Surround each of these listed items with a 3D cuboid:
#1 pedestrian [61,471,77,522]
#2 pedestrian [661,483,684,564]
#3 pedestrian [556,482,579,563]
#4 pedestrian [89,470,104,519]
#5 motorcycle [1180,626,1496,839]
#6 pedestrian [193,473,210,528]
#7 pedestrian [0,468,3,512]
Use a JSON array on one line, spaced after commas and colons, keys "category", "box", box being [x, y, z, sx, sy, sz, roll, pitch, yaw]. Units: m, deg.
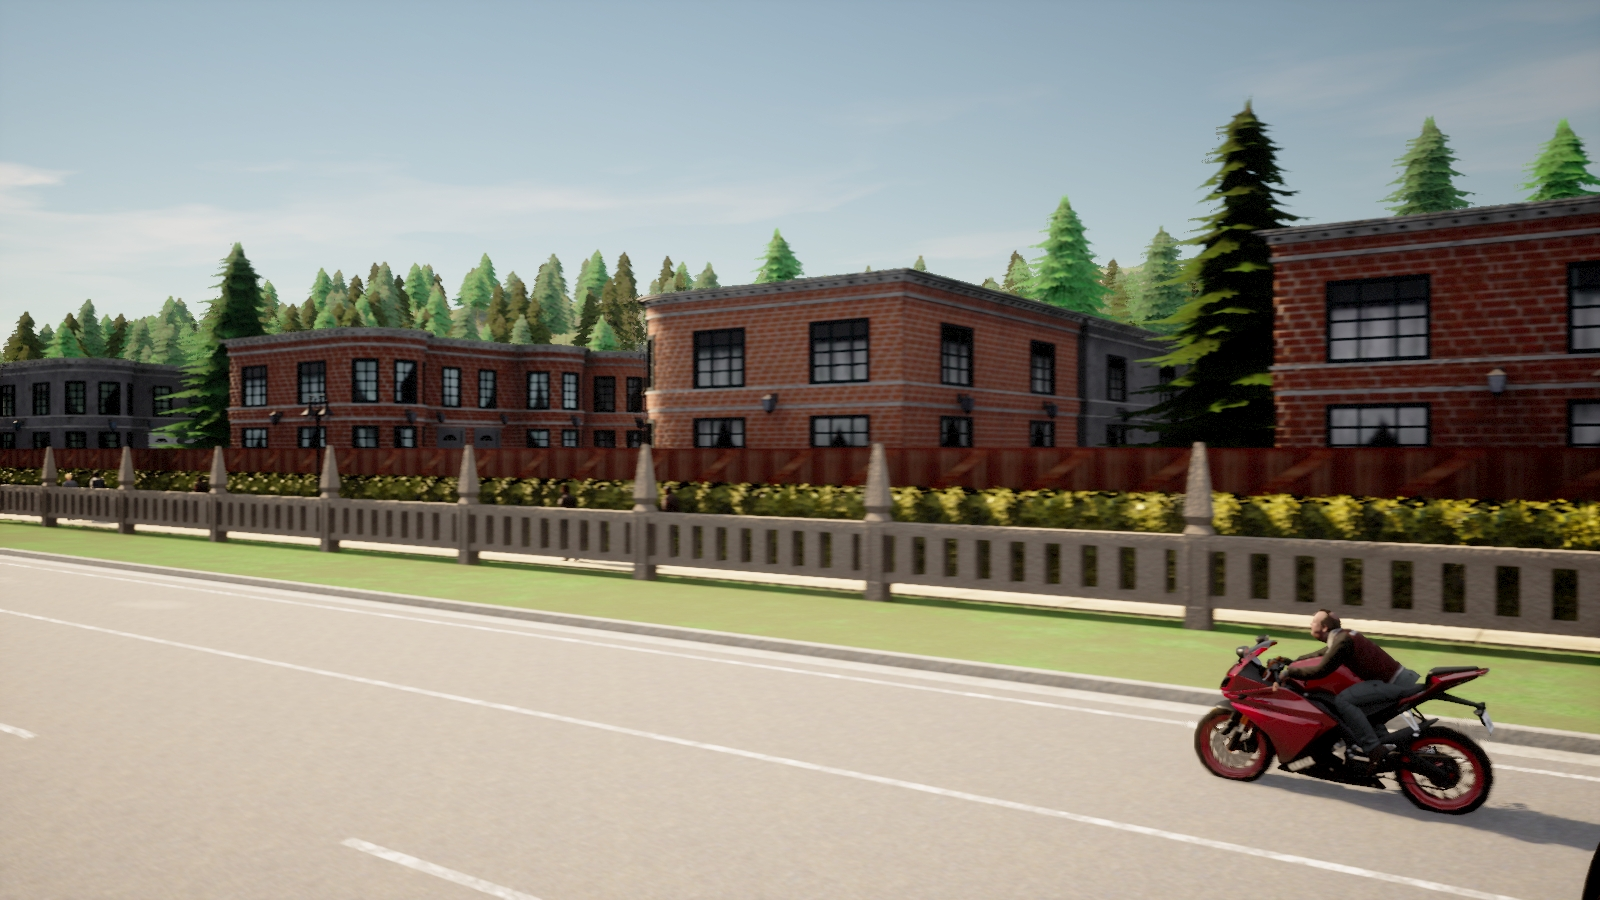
[{"category": "pedestrian", "box": [-26.770, 1.696, 41.827, 0.375, 1.860, 0.375, 0, 0, 35]}, {"category": "pedestrian", "box": [-2.960, 1.698, 26.610, 0.375, 1.860, 0.375, 0, 0, 32]}, {"category": "pedestrian", "box": [-5.443, 1.697, 26.753, 0.375, 1.860, 0.375, 0, 0, 35]}, {"category": "pedestrian", "box": [-26.899, 1.697, 43.669, 0.375, 1.860, 0.375, 0, 0, 34]}, {"category": "motorcycle", "box": [4.337, 2.205, 9.293, 2.209, 1.251, 0.867, 0, 0, 35]}, {"category": "pedestrian", "box": [-20.170, 1.696, 38.496, 0.375, 1.860, 0.375, 0, 0, 36]}, {"category": "pedestrian", "box": [-33.983, 1.699, 48.327, 0.375, 1.860, 0.375, 0, 0, 36]}]
